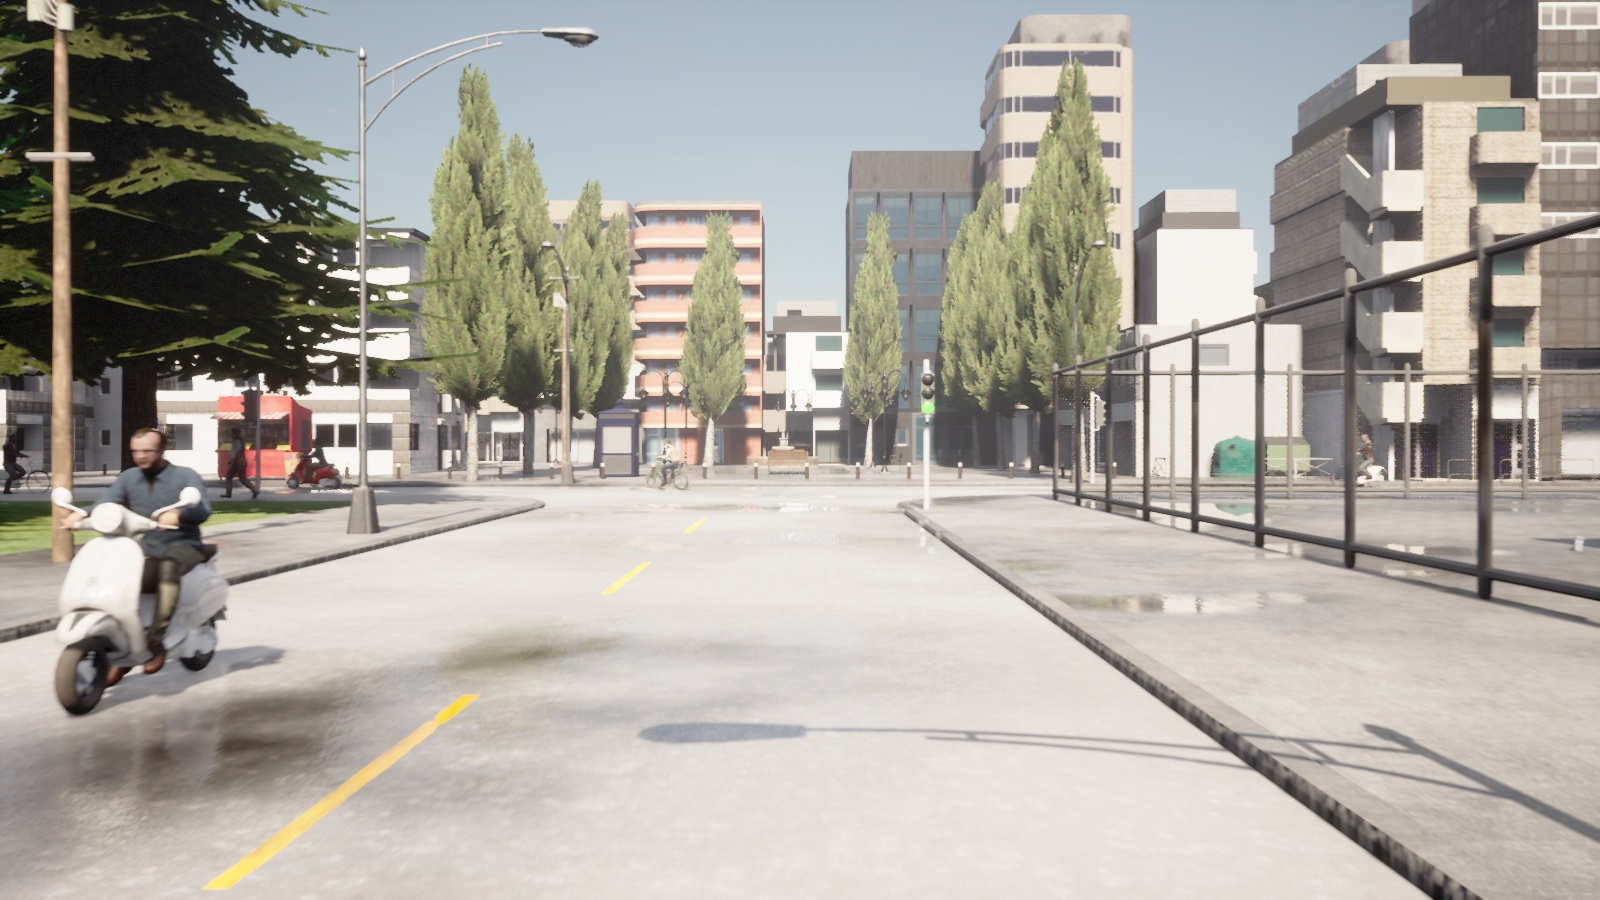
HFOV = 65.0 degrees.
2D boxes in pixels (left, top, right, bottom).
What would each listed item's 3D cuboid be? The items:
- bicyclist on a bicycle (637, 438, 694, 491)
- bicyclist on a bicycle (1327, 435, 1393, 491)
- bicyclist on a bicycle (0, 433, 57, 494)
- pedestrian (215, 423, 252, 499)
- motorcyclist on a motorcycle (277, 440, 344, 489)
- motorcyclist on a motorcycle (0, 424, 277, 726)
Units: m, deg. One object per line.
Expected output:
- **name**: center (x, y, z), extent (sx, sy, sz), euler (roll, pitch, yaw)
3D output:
- **bicyclist on a bicycle**: center (-4.234, 0.457, 39.539), extent (1.509, 1.612, 0.866), euler (0, 3, 24)
- **bicyclist on a bicycle**: center (18.015, 0.404, 40.423), extent (1.843, 1.776, 0.659), euler (0, 0, 0)
- **bicyclist on a bicycle**: center (-22.776, 0.393, 36.590), extent (1.843, 1.776, 0.659), euler (0, 0, 1)
- **pedestrian**: center (-14.063, 0.269, 31.191), extent (0.694, 1.848, 0.540), euler (0, 0, -2)
- **motorcyclist on a motorcycle**: center (-15.776, 0.459, 40.535), extent (1.817, 1.590, 0.866), euler (0, 0, 0)
- **motorcyclist on a motorcycle**: center (-3.949, 0.654, 7.525), extent (0.866, 1.590, 1.817), euler (0, 0, 0)
